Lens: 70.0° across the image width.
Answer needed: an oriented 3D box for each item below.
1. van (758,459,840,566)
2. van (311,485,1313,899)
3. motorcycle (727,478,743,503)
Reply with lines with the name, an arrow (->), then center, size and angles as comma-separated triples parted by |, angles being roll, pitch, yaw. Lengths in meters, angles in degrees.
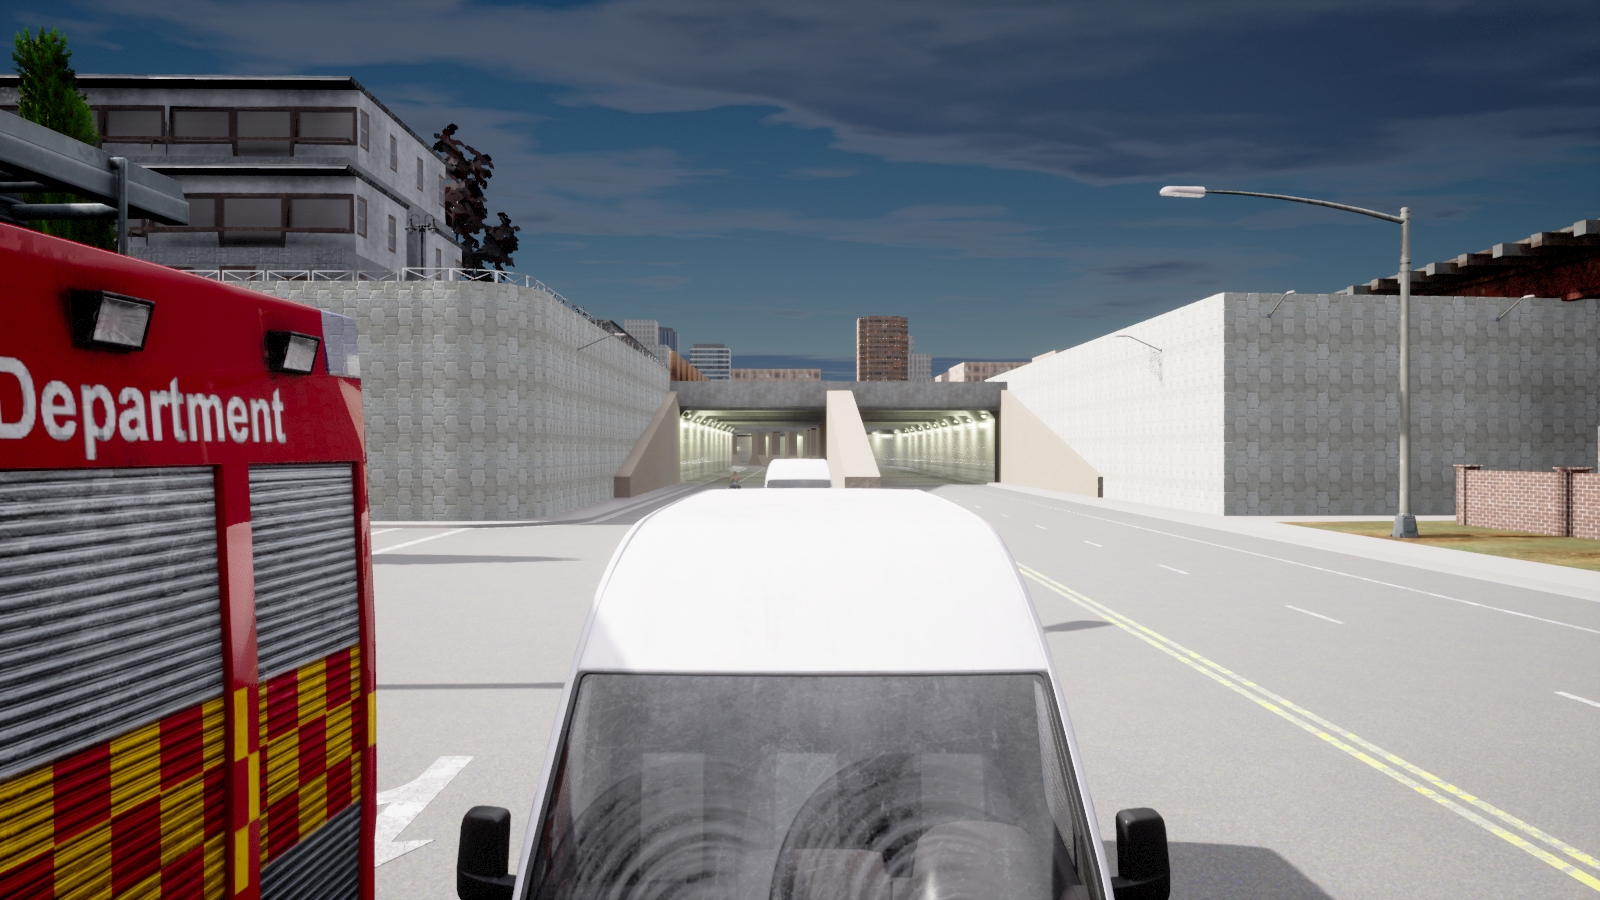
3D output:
van -> -0.031, 1.534, 30.676 | 1.988, 2.561, 5.915 | 0, 0, 0
van -> 0.047, 1.534, 5.226 | 1.988, 2.561, 5.915 | 0, 0, 1
motorcycle -> -3.548, 2.170, 62.317 | 0.764, 1.277, 2.356 | 0, 0, 0
